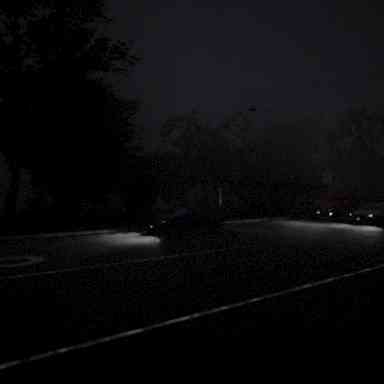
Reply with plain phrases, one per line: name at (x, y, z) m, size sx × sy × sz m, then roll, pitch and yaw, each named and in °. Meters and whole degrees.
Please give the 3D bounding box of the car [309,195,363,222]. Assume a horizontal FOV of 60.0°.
car at (11.949, 1.232, 27.125) m, size 5.566 × 2.045 × 2.150 m, roll 0°, pitch 0°, yaw -35°

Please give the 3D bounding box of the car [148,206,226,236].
car at (-0.199, 1.534, 18.576) m, size 4.674 × 1.442 × 1.812 m, roll 0°, pitch 0°, yaw -35°

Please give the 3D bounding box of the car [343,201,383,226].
car at (13.054, 1.533, 23.634) m, size 4.674 × 1.442 × 1.812 m, roll 0°, pitch 0°, yaw -35°
